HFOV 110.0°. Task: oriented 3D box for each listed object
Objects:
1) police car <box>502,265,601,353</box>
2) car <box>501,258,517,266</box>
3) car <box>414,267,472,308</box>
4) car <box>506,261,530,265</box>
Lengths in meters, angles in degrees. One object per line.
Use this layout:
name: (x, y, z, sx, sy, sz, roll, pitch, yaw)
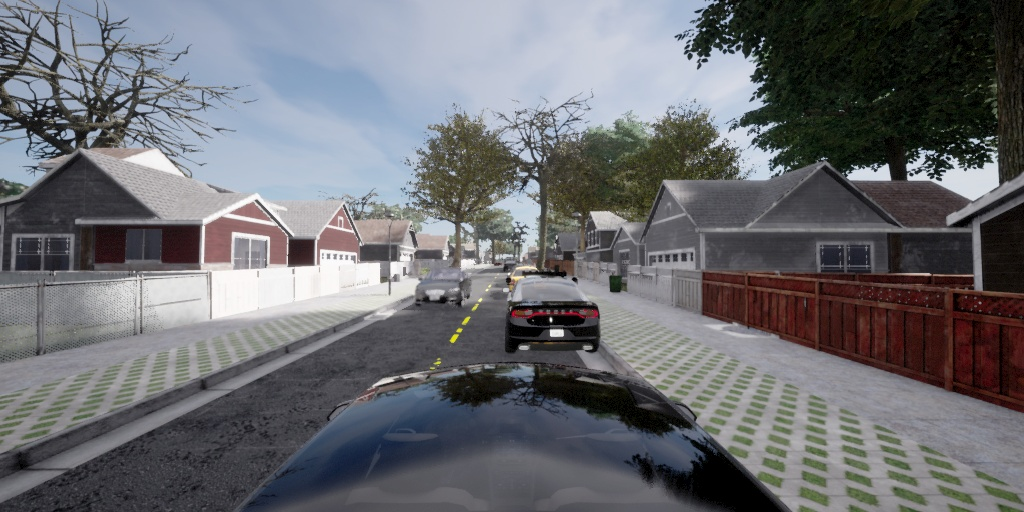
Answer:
police car: (0.791, 1.181, 9.017, 1.930, 1.638, 5.238, 0, 0, 0)
car: (-0.200, 1.345, 49.566, 1.882, 1.535, 5.008, 0, 0, 0)
car: (-2.819, 1.253, 15.458, 2.128, 1.511, 4.902, 0, 0, 0)
car: (0.737, 1.221, 19.104, 1.801, 1.575, 5.366, 0, 0, 0)
